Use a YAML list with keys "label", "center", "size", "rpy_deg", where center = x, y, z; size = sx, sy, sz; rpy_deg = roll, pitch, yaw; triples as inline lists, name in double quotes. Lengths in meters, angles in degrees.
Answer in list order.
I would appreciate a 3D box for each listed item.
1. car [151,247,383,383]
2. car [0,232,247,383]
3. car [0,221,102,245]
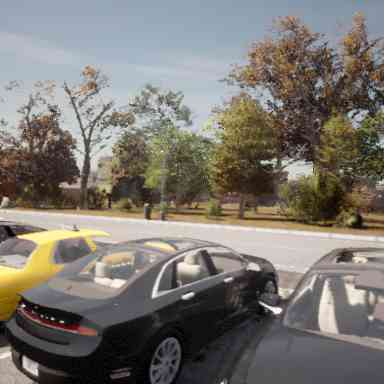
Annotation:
- label: "car"
  center: [2.056, 1.476, 3.686]
  size: [2.231, 1.521, 4.892]
  rpy_deg: [0, 0, 36]
- label: "car"
  center: [-0.211, 1.460, 5.290]
  size: [2.231, 1.521, 4.892]
  rpy_deg: [0, 0, 36]
- label: "car"
  center: [-2.358, 1.440, 7.059]
  size: [1.946, 1.575, 5.366]
  rpy_deg: [0, 0, 36]
